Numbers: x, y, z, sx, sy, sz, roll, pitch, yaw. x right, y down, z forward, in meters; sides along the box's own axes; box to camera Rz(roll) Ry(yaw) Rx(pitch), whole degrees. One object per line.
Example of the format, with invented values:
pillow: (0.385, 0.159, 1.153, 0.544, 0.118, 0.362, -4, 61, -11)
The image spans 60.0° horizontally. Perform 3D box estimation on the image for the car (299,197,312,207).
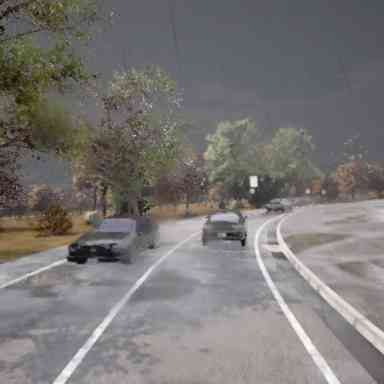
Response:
car: (15.735, 1.467, 48.724, 4.902, 1.511, 2.128, -1, -3, -45)

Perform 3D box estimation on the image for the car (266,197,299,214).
car: (9.310, 1.426, 35.041, 2.128, 1.511, 4.902, -4, -1, 31)

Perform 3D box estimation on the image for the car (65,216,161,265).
car: (-2.510, 1.595, 12.147, 2.033, 1.411, 5.357, -1, 0, 8)

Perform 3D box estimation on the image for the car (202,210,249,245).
car: (1.597, 1.531, 15.358, 1.812, 1.442, 4.674, -1, 0, 10)
